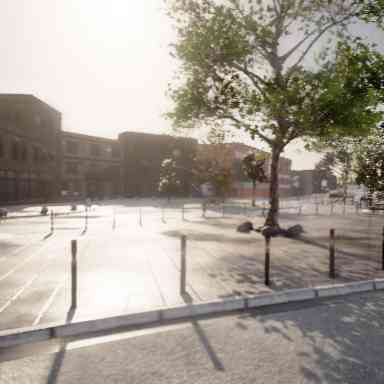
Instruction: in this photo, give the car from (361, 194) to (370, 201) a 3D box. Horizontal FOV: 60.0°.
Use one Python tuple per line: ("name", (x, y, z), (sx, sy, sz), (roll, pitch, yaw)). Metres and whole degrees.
("car", (41.645, 1.349, 79.730), (1.994, 1.385, 4.181), (2, 1, 29))
